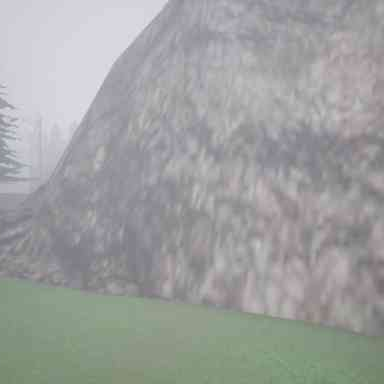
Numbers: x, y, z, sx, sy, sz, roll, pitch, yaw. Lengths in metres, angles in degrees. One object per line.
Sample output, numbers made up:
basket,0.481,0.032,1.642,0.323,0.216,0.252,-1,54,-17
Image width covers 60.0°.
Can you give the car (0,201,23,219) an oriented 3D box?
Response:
car,-16.156,1.491,26.671,2.128,1.511,4.902,0,0,29
